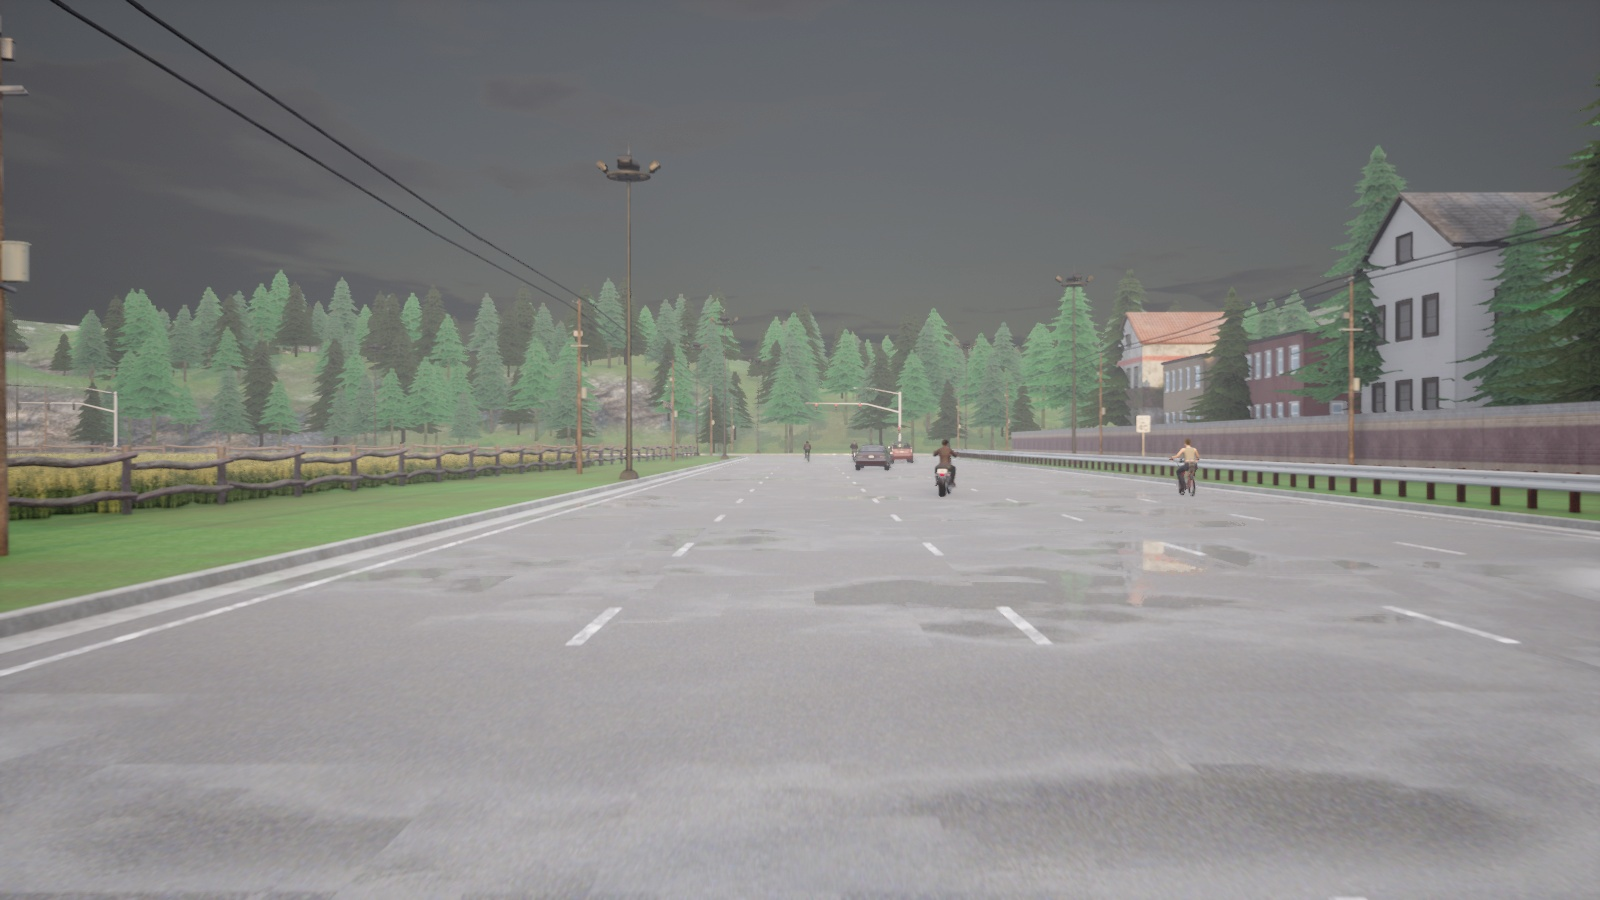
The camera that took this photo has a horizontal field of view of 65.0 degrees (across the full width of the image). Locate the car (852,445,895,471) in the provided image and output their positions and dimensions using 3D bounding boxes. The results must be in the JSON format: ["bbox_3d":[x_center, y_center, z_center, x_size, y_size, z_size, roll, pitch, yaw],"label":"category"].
[{"bbox_3d":[4.127,0.405,69.885,2.033,1.411,5.357,0,0,7],"label":"car"}]

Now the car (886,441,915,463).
[{"bbox_3d":[7.556,0.119,94.827,1.851,1.617,3.988,0,0,0],"label":"car"}]

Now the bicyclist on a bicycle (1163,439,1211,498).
[{"bbox_3d":[10.711,0.497,34.780,0.866,1.612,1.509,0,0,1],"label":"bicyclist on a bicycle"}]

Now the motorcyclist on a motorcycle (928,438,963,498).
[{"bbox_3d":[4.161,0.500,35.754,0.766,1.649,2.350,1,0,11],"label":"motorcyclist on a motorcycle"}]
